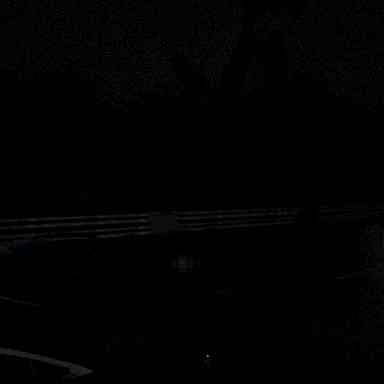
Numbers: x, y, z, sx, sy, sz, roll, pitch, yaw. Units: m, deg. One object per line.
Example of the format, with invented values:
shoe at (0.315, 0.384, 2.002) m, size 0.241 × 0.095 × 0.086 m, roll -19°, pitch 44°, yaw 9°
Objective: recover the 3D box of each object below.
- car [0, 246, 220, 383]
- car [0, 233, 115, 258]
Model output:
car at (-1.979, 1.490, 2.305) m, size 4.902 × 1.511 × 2.128 m, roll 0°, pitch 0°, yaw -35°
car at (-2.214, 1.526, 6.431) m, size 4.674 × 1.442 × 1.812 m, roll 0°, pitch 0°, yaw -35°
